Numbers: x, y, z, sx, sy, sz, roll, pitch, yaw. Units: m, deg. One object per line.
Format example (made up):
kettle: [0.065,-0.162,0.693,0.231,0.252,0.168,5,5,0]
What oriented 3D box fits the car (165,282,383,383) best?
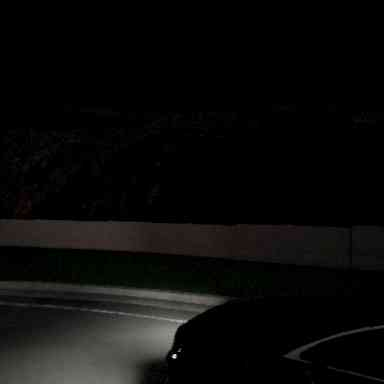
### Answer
car: [1.983,1.478,2.536,4.892,1.490,1.837,0,-1,36]
